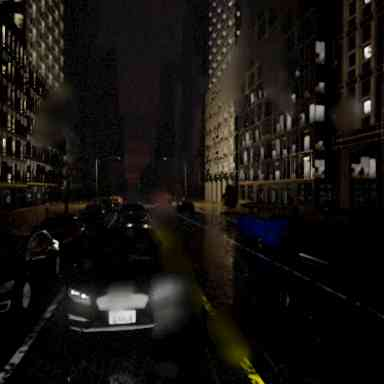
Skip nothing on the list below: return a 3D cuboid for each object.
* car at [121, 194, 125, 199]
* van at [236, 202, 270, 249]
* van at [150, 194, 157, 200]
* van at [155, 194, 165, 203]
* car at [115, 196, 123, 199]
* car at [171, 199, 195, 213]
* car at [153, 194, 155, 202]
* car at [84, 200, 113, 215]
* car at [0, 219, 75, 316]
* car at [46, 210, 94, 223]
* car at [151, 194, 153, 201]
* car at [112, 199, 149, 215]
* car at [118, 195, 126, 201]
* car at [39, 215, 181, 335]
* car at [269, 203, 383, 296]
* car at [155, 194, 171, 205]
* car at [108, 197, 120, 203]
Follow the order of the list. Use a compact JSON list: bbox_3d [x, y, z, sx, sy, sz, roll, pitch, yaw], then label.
[{"bbox_3d":[-12.032,1.439,52.065,1.967,1.590,4.097,-1,0,-10],"label":"car"},{"bbox_3d":[3.172,1.345,14.356,1.690,1.788,3.998,-1,0,-10],"label":"van"},{"bbox_3d":[-10.736,1.341,92.702,1.690,1.788,3.998,-1,0,-10],"label":"van"},{"bbox_3d":[-6.762,1.345,70.318,1.690,1.788,3.998,-1,0,-10],"label":"van"},{"bbox_3d":[-11.038,1.581,46.469,1.802,1.307,4.206,-1,0,-10],"label":"car"},{"bbox_3d":[-0.800,1.556,36.741,2.008,1.369,4.403,-1,0,-10],"label":"car"},{"bbox_3d":[-5.769,1.319,64.722,2.192,1.841,5.009,-1,0,-10],"label":"car"},{"bbox_3d":[-7.065,1.550,24.084,2.008,1.369,4.403,-1,0,-10],"label":"car"},{"bbox_3d":[-4.085,1.550,7.296,2.008,1.369,4.403,-1,0,-10],"label":"car"},{"bbox_3d":[-5.078,1.581,12.892,1.802,1.307,4.206,-1,0,-10],"label":"car"},{"bbox_3d":[-7.755,1.443,75.915,1.967,1.590,4.097,-1,0,-10],"label":"car"},{"bbox_3d":[-3.789,1.479,21.075,1.882,1.535,5.008,0,0,-10],"label":"car"},{"bbox_3d":[-17.992,1.547,85.642,2.008,1.369,4.403,0,0,-10],"label":"car"},{"bbox_3d":[-1.410,1.492,7.082,2.128,1.511,4.902,0,0,-10],"label":"car"},{"bbox_3d":[4.165,1.319,8.760,2.192,1.841,5.009,-1,0,-10],"label":"car"},{"bbox_3d":[-4.776,1.319,59.126,2.192,1.841,5.009,-1,0,-10],"label":"car"},{"bbox_3d":[-9.051,1.550,35.276,2.008,1.369,4.403,-1,0,-10],"label":"car"}]
